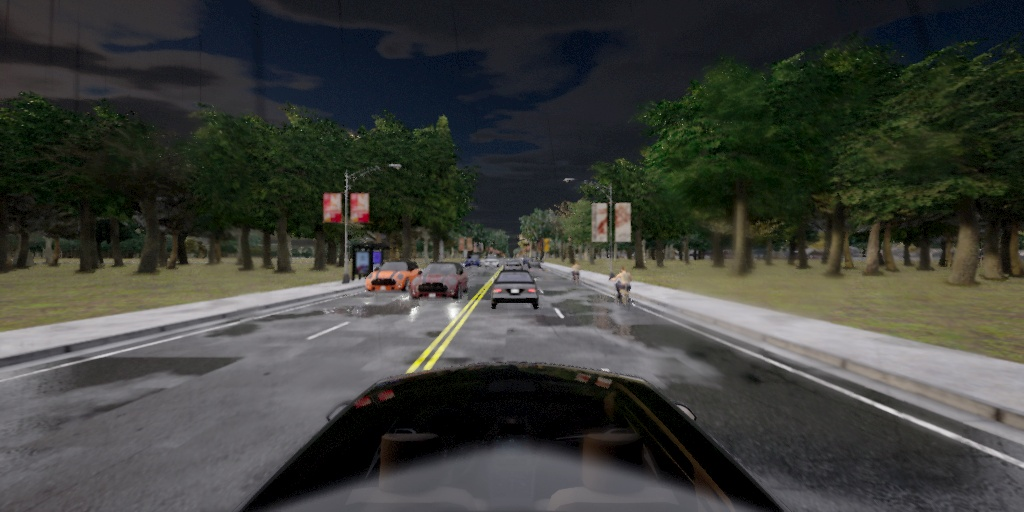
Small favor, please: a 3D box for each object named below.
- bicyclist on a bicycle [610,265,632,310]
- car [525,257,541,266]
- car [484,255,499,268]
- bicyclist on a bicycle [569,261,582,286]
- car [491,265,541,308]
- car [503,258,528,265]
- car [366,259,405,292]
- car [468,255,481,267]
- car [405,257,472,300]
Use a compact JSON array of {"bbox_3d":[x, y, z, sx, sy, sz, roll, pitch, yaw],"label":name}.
[{"bbox_3d":[4.165,1.161,13.481,0.866,1.612,1.509,0,0,0],"label":"bicyclist on a bicycle"},{"bbox_3d":[3.360,1.131,55.260,2.128,1.511,4.902,0,0,0],"label":"car"},{"bbox_3d":[-3.291,0.855,58.375,2.150,2.045,5.566,0,0,1],"label":"car"},{"bbox_3d":[4.166,1.140,23.364,0.866,1.612,1.509,0,0,0],"label":"bicyclist on a bicycle"},{"bbox_3d":[0.103,1.268,15.049,2.033,1.411,5.357,0,0,0],"label":"car"},{"bbox_3d":[0.106,1.172,34.387,2.128,1.511,4.902,0,0,0],"label":"car"},{"bbox_3d":[-6.596,1.061,20.577,2.097,1.767,4.553,0,0,0],"label":"car"},{"bbox_3d":[-6.528,0.843,61.067,2.150,2.045,5.566,0,0,1],"label":"car"},{"bbox_3d":[-3.346,1.068,17.296,2.097,1.767,4.553,0,0,0],"label":"car"}]
